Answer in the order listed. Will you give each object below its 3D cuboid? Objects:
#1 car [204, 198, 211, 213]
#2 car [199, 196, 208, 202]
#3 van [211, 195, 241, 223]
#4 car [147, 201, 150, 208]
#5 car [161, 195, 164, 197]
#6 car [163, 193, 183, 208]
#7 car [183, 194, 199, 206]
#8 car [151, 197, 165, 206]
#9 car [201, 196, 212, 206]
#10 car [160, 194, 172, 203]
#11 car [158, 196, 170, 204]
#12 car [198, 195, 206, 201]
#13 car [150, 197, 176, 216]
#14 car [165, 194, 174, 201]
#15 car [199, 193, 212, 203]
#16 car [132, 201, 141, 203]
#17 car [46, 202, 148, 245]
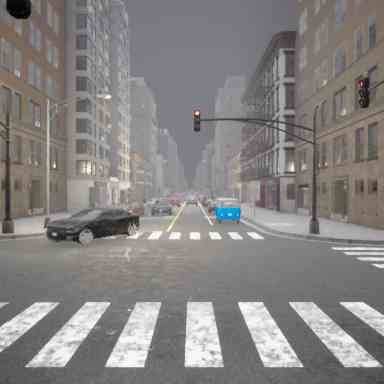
[{"bbox_3d":[2.627,1.580,36.351,1.802,1.307,4.206,0,0,0],"label":"car"},{"bbox_3d":[2.617,1.524,76.120,2.008,1.369,4.403,0,0,0],"label":"car"},{"bbox_3d":[2.630,1.340,24.989,1.690,1.788,3.998,0,0,0],"label":"van"},{"bbox_3d":[-5.397,1.543,30.660,1.887,1.381,4.507,0,0,0],"label":"car"},{"bbox_3d":[-5.401,1.519,47.536,1.752,1.417,4.829,0,0,0],"label":"car"},{"bbox_3d":[-2.847,1.212,48.823,2.150,2.045,5.566,0,0,0],"label":"car"},{"bbox_3d":[-0.015,1.536,54.701,2.033,1.411,5.357,0,0,0],"label":"car"},{"bbox_3d":[-5.402,1.556,53.388,1.947,1.339,4.313,0,0,0],"label":"car"},{"bbox_3d":[2.624,1.576,47.714,1.802,1.307,4.206,0,0,0],"label":"car"},{"bbox_3d":[-5.407,1.292,70.432,2.192,1.841,5.009,0,0,0],"label":"car"},{"bbox_3d":[-5.406,1.547,64.751,1.947,1.339,4.313,0,0,0],"label":"car"},{"bbox_3d":[2.614,1.530,87.483,1.947,1.339,4.313,0,0,0],"label":"car"},{"bbox_3d":[-2.856,1.505,32.774,1.837,1.490,4.892,0,0,0],"label":"car"},{"bbox_3d":[-5.410,1.409,81.796,1.967,1.590,4.097,0,0,0],"label":"car"},{"bbox_3d":[2.623,1.305,53.395,2.192,1.841,5.009,0,0,0],"label":"car"},{"bbox_3d":[-5.395,1.549,24.978,2.008,1.369,4.403,0,0,0],"label":"car"},{"bbox_3d":[-4.457,1.463,15.801,1.882,1.535,5.008,1,0,27],"label":"car"}]
